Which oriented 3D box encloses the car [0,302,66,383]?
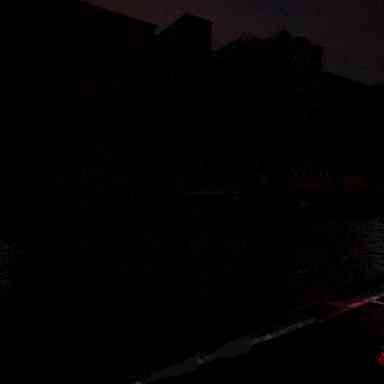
[{"bbox_3d":[-2.423,1.436,1.110,4.097,1.590,1.967,0,-1,-35],"label":"car"}]
